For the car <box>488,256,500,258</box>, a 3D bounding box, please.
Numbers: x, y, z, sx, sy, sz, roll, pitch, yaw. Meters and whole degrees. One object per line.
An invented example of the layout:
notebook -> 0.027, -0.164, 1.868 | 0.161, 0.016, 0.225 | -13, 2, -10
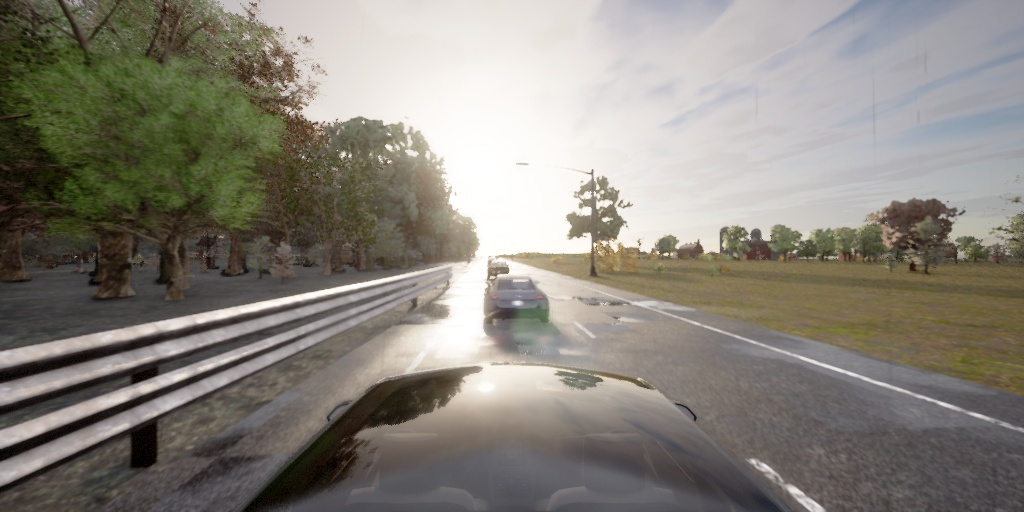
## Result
car -> -3.243, 1.120, 62.894 | 2.128, 1.511, 4.902 | 0, 0, -4

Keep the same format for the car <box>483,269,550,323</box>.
car -> 0.039, 1.300, 12.105 | 1.994, 1.385, 4.181 | 0, 0, -4

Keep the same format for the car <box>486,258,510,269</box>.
car -> -1.213, 1.177, 31.493 | 1.882, 1.535, 5.008 | 0, 0, -4
